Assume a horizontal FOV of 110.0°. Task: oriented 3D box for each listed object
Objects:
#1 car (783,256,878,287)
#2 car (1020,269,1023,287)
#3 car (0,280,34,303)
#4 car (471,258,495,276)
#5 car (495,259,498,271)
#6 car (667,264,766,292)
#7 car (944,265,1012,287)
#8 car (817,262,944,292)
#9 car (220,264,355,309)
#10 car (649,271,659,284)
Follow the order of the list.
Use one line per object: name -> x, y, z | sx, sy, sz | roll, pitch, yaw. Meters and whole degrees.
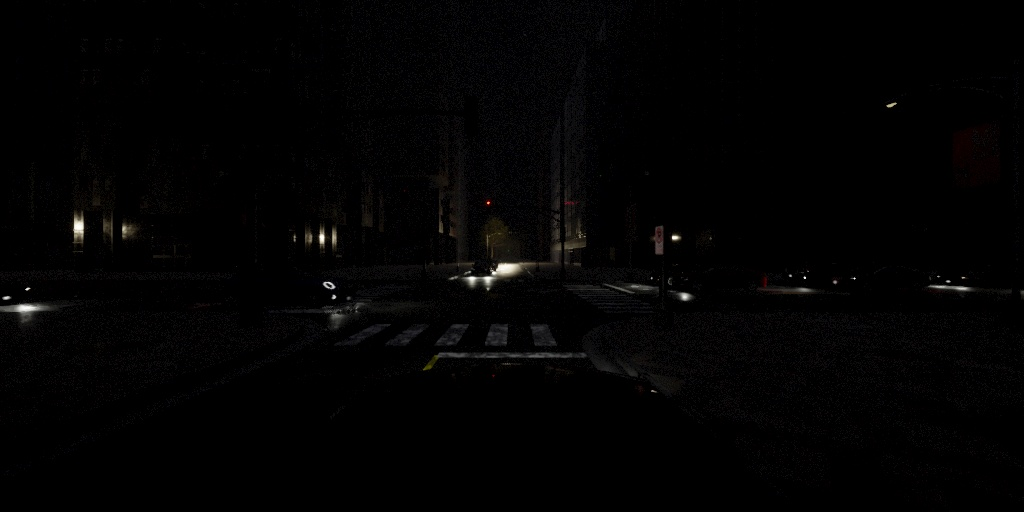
car -> 21.577, 0.987, 24.164 | 5.566, 2.045, 2.150 | 0, 0, 1
car -> 34.011, 1.010, 20.871 | 5.566, 2.045, 2.150 | 0, 0, 1
car -> -22.883, 1.290, 14.386 | 5.357, 1.411, 2.033 | 0, 0, 0
car -> -3.114, 1.227, 37.539 | 1.882, 1.535, 5.008 | 0, 0, 1
car -> -3.131, 1.101, 47.320 | 2.097, 1.767, 4.553 | 0, 0, 0
car -> 12.000, 1.237, 20.969 | 5.008, 1.535, 1.882 | 0, 0, 1
car -> 32.046, 1.327, 24.132 | 5.357, 1.411, 2.033 | 0, 0, 0
car -> 21.324, 1.262, 20.929 | 4.902, 1.511, 2.128 | 0, 0, 0
car -> -8.777, 1.103, 14.335 | 4.553, 1.767, 2.097 | 0, 0, 0
car -> 11.846, 1.258, 24.225 | 4.892, 1.490, 1.837 | 0, 0, -1
